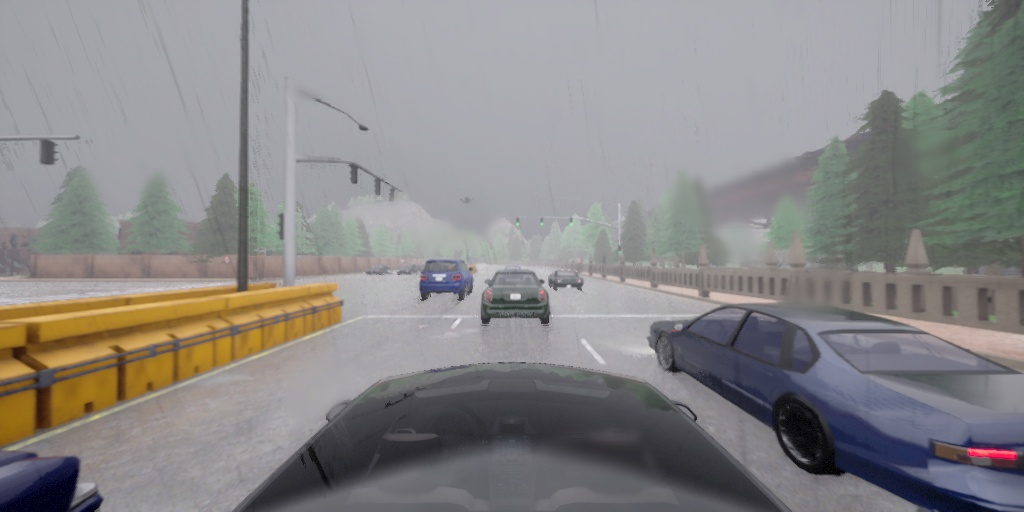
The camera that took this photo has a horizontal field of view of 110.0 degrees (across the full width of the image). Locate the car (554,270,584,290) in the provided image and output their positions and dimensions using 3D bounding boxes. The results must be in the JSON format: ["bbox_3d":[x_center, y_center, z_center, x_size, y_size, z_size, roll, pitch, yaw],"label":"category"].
[{"bbox_3d":[3.597,1.644,24.867,1.895,1.301,4.718,0,-1,0],"label":"car"}]

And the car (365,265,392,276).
[{"bbox_3d":[-17.586,1.877,47.645,2.033,1.411,5.357,0,-1,0],"label":"car"}]

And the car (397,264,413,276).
[{"bbox_3d":[-14.082,1.843,48.602,1.837,1.490,4.892,0,0,0],"label":"car"}]

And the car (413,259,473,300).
[{"bbox_3d":[-3.403,1.195,19.409,2.150,2.045,5.566,0,-1,0],"label":"car"}]

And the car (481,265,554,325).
[{"bbox_3d":[0.099,1.239,12.609,2.097,1.767,4.553,0,-1,0],"label":"car"}]

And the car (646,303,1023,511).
[{"bbox_3d":[3.599,1.336,4.723,2.033,1.411,5.357,0,-1,0],"label":"car"}]
